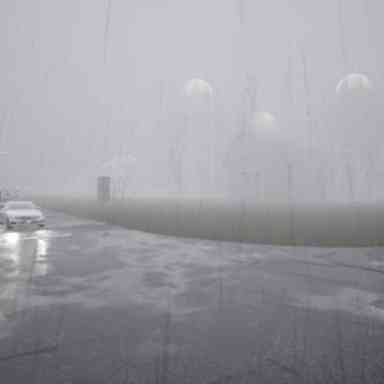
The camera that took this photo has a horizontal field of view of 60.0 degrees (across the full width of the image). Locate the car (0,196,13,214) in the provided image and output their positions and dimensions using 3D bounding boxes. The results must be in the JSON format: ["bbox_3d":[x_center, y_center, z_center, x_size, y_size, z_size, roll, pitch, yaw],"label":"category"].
[{"bbox_3d":[-17.709,1.118,30.098,2.033,1.411,5.357,0,1,-36],"label":"car"}]

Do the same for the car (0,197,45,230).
[{"bbox_3d":[-10.095,1.278,19.654,1.812,1.442,4.674,0,1,-37],"label":"car"}]
